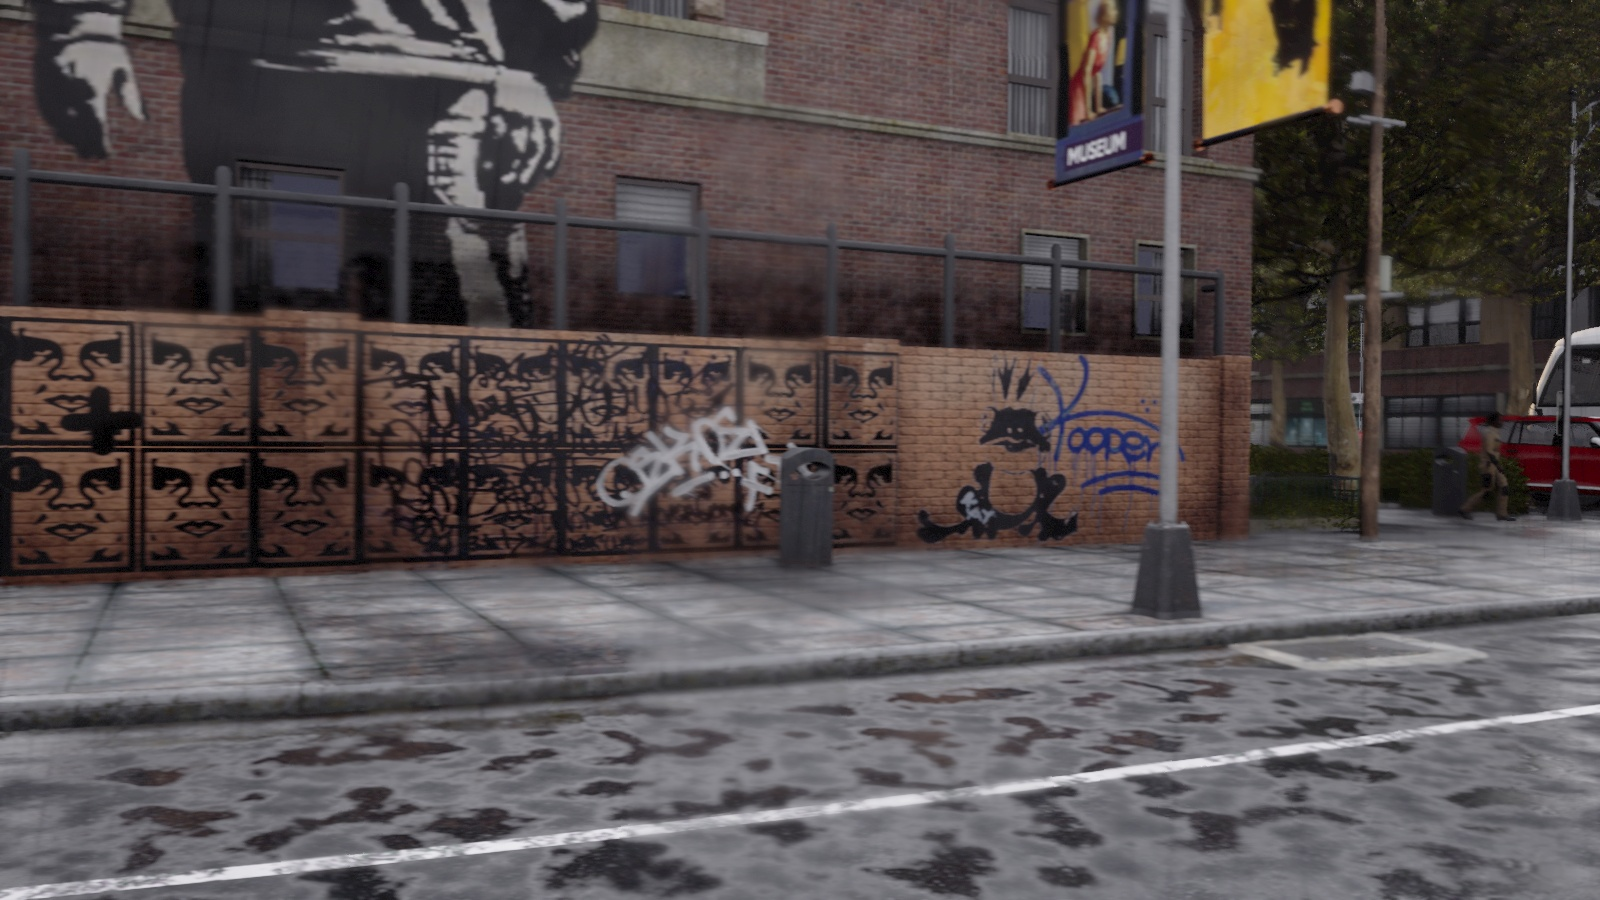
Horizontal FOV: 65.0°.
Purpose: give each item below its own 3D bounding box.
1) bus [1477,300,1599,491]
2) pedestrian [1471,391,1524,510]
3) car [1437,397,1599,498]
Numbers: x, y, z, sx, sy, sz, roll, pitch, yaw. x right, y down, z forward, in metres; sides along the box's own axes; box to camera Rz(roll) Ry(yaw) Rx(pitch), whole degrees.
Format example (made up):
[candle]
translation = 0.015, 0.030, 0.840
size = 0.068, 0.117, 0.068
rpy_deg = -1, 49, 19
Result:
[bus]
translation = 20.850, -1.230, 27.084
size = 3.944, 4.253, 10.273
rpy_deg = -1, 1, -37
[pedestrian]
translation = 11.540, 0.005, 20.773
size = 0.692, 1.930, 0.396
rpy_deg = 0, 1, 41
[car]
translation = 16.755, -0.083, 26.670
size = 2.150, 2.045, 5.566
rpy_deg = -1, 1, -26
